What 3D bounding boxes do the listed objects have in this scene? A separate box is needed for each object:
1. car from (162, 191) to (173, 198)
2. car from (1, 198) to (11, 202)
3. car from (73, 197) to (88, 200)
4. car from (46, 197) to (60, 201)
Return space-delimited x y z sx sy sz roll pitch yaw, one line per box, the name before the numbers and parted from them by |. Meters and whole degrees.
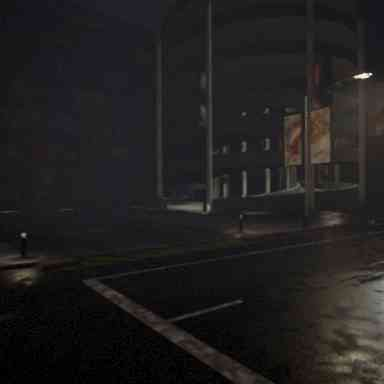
car | -4.664 0.850 68.841 2.435 2.045 5.566 -1 0 -36
car | -28.663 1.460 50.677 2.161 1.482 4.786 -1 0 -36
car | -19.071 1.421 57.214 1.895 1.301 4.718 -1 0 -36
car | -18.120 1.315 43.289 2.002 1.452 4.674 -1 0 -36
